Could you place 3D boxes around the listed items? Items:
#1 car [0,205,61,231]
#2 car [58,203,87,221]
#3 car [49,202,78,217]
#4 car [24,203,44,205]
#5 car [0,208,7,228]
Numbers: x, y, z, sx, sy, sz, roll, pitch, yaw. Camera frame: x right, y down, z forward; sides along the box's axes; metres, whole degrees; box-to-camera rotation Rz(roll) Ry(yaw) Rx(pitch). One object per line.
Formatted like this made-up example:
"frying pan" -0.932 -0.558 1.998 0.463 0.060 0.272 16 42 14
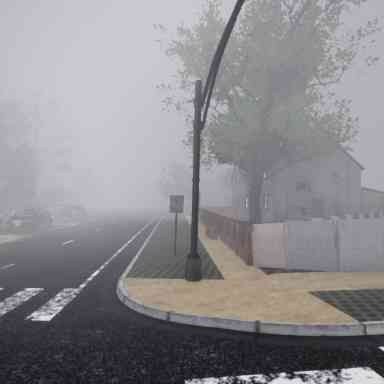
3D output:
"car" -12.154 2.020 25.327 2.128 1.511 4.902 2 -1 -3
"car" -12.666 2.106 35.216 2.097 1.767 4.553 2 -1 -3
"car" -16.268 2.173 42.326 2.097 1.767 4.553 2 -1 -3
"car" -15.786 1.950 32.649 2.097 1.767 4.553 2 -1 -3
"car" -15.316 1.897 23.601 1.837 1.490 4.892 2 -1 -3
